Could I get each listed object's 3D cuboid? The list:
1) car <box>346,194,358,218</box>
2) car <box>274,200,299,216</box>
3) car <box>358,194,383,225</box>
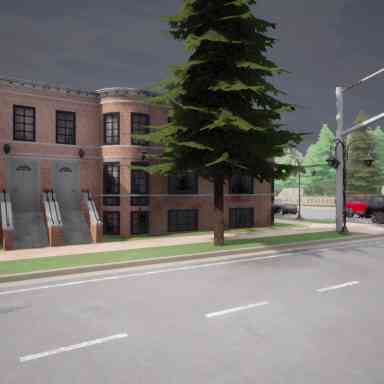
[{"bbox_3d":[14.998,1.222,27.582,2.150,2.045,5.566,0,0,-30],"label":"car"},{"bbox_3d":[8.136,1.477,32.454,1.882,1.535,5.008,0,0,-30],"label":"car"},{"bbox_3d":[14.305,1.223,21.798,2.150,2.045,5.566,0,0,-30],"label":"car"}]
